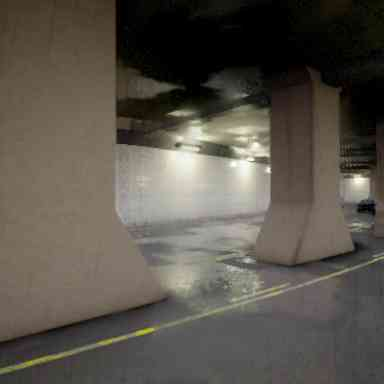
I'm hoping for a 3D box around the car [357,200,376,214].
[{"bbox_3d":[19.307,1.575,36.556,2.033,1.411,5.357,0,0,29],"label":"car"}]

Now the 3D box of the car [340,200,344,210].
[{"bbox_3d":[17.746,1.558,41.221,1.812,1.442,4.674,0,0,25],"label":"car"}]
